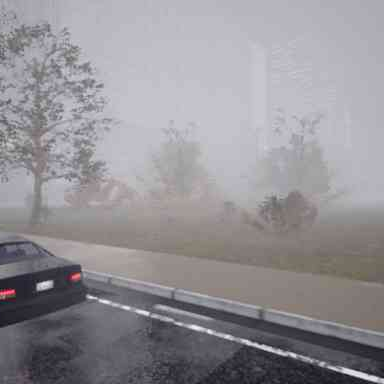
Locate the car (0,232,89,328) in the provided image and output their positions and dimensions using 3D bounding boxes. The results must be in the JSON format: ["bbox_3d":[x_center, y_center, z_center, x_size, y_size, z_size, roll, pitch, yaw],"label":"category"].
[{"bbox_3d":[-4.411,1.557,6.825,5.357,1.411,2.033,0,0,36],"label":"car"}]
